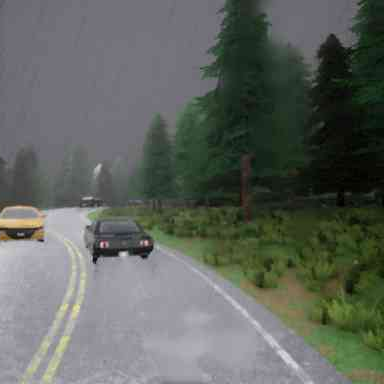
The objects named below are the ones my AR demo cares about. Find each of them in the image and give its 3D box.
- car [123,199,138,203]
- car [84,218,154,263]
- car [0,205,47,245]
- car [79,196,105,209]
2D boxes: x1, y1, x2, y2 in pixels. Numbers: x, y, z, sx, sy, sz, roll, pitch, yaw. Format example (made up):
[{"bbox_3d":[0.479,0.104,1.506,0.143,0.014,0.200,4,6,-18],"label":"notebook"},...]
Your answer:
[{"bbox_3d":[-9.921,2.002,57.494,2.033,1.411,5.357,-4,-6,34],"label":"car"},{"bbox_3d":[-2.869,1.608,12.185,1.895,1.301,4.718,1,0,-21],"label":"car"},{"bbox_3d":[-7.926,1.398,15.426,1.882,1.535,5.008,2,0,-27],"label":"car"},{"bbox_3d":[-12.366,1.284,41.418,1.882,1.535,5.008,-2,0,5],"label":"car"}]
